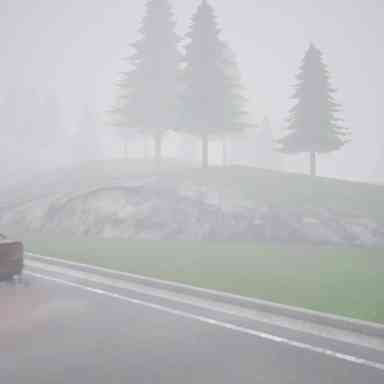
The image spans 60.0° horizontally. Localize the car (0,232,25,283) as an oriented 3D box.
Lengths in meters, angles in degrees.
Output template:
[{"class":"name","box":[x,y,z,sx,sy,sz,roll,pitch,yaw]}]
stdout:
[{"class":"car","box":[-6.254,1.475,8.457,5.008,1.535,1.882,0,0,36]}]
